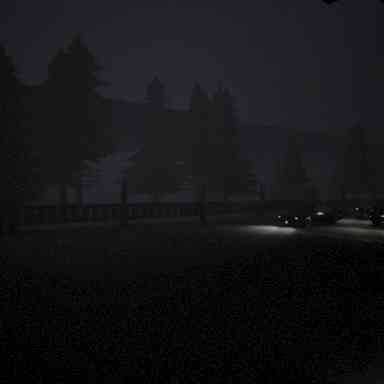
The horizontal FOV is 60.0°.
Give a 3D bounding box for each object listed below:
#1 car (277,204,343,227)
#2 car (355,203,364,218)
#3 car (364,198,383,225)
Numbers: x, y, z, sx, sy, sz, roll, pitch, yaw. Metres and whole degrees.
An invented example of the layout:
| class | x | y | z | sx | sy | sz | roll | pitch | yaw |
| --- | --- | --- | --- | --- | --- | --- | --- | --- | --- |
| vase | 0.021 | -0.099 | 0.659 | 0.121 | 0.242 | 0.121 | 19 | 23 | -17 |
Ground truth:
| class | x | y | z | sx | sy | sz | roll | pitch | yaw |
| --- | --- | --- | --- | --- | --- | --- | --- | --- | --- |
| car | 8.170 | 1.536 | 22.712 | 5.357 | 1.411 | 2.033 | 0 | 0 | -36 |
| car | 15.850 | 1.335 | 28.183 | 4.553 | 1.767 | 2.097 | 0 | 0 | -35 |
| car | 14.507 | 1.207 | 22.946 | 5.566 | 2.045 | 2.150 | 0 | 0 | -36 |
